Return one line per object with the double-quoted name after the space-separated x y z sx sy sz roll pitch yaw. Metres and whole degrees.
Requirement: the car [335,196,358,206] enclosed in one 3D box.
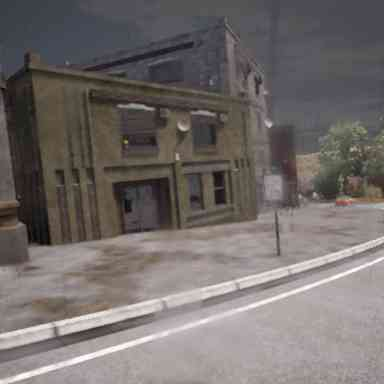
26.369 1.466 56.859 2.097 1.767 4.553 -5 -2 -1 "car"
